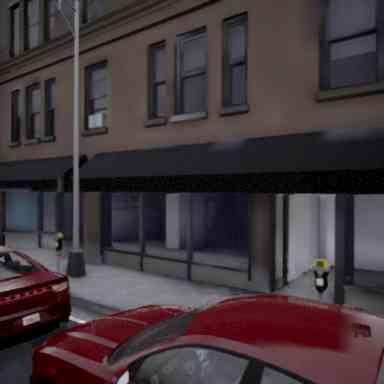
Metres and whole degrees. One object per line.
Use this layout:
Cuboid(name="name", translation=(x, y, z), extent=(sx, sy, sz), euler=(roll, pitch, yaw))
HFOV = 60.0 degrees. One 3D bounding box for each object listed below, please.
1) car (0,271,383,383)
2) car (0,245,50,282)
Cuboid(name="car", translation=(0.496, 1.554, 2.597), extent=(4.507, 1.381, 1.887), euler=(-1, 0, 36))
Cuboid(name="car", translation=(-3.986, 1.606, 5.793), extent=(4.507, 1.381, 1.887), euler=(-1, 0, 36))
